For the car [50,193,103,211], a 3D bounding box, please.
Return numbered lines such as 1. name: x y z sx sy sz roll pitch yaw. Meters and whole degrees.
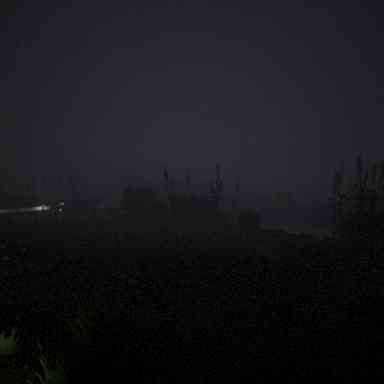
1. car: -10.527 0.961 30.377 2.097 1.767 4.553 0 3 40
